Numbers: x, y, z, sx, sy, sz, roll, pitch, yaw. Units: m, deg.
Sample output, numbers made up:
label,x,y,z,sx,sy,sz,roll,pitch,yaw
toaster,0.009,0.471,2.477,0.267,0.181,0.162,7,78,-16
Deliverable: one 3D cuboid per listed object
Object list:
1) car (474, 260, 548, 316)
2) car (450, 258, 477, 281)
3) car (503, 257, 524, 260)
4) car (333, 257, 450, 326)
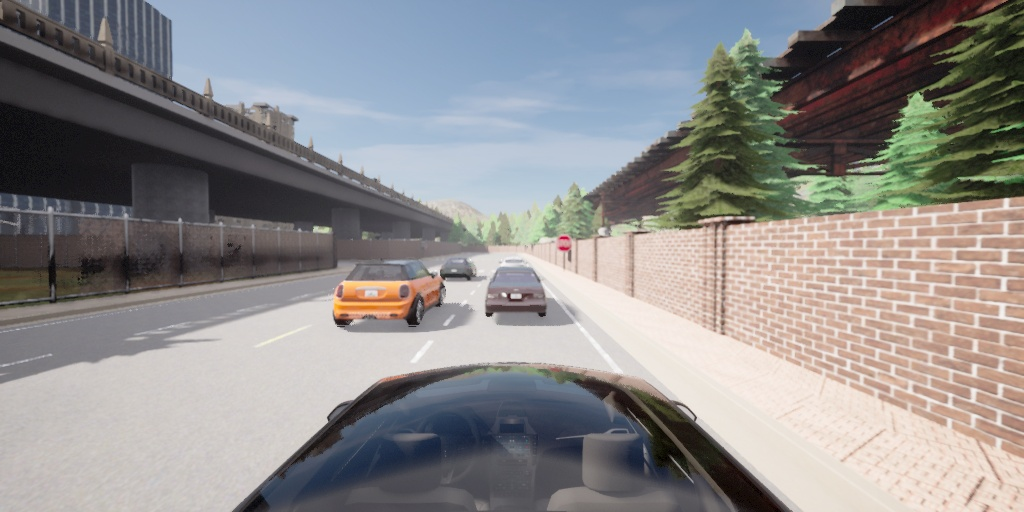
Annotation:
label,x,y,z,sx,sy,sz,roll,pitch,yaw
car,0.105,1.044,11.954,2.033,1.411,5.357,0,1,0
car,-3.404,0.785,23.128,1.994,1.385,4.181,0,1,0
car,0.101,0.751,22.944,1.812,1.442,4.674,0,1,0
car,-3.406,0.876,10.807,2.097,1.767,4.553,0,1,0
